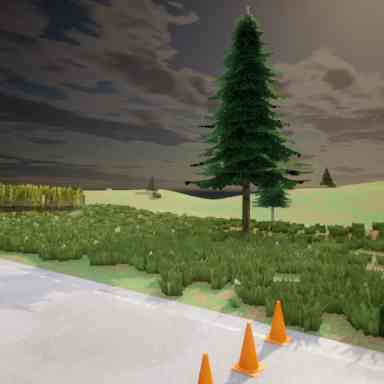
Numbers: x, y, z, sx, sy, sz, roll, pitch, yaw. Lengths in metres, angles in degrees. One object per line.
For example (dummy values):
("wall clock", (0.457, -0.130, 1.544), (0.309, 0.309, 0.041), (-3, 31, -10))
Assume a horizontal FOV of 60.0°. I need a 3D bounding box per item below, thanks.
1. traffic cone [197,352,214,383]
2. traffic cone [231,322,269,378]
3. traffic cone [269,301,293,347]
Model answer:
("traffic cone", (0.140, 1.955, 3.434), (0.340, 0.580, 0.340), (0, 0, 36))
("traffic cone", (0.725, 1.955, 4.246), (0.340, 0.580, 0.340), (0, 0, 36))
("traffic cone", (1.310, 1.955, 5.057), (0.340, 0.580, 0.340), (0, 0, 36))
